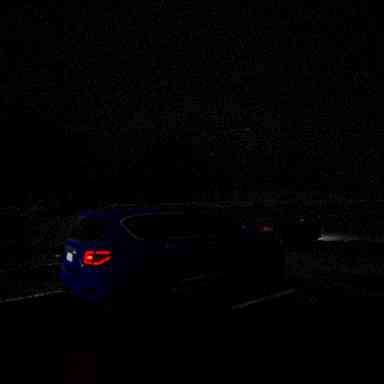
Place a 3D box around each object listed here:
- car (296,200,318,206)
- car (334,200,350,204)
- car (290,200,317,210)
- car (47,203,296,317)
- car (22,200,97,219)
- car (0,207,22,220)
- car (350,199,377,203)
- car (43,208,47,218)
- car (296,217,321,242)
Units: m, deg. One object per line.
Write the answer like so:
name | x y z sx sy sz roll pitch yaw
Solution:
car | 11.977 1.787 35.073 4.674 1.442 1.812 0 -1 -37
car | 24.281 1.983 53.157 4.181 1.385 1.994 0 -1 -37
car | 17.611 2.017 52.514 4.181 1.385 1.994 0 -1 -37
car | -0.194 1.331 7.986 5.566 2.045 2.150 0 -1 -37
car | -10.266 1.694 26.965 5.566 2.045 2.150 0 -1 -37
car | -16.376 2.023 26.711 5.008 1.535 1.882 0 -1 -37
car | 26.616 1.864 50.545 4.892 1.490 1.837 0 -1 -37
car | -8.187 1.976 24.142 4.181 1.385 1.994 0 -1 -37
car | 4.230 1.710 15.748 4.181 1.385 1.994 0 -1 -37
